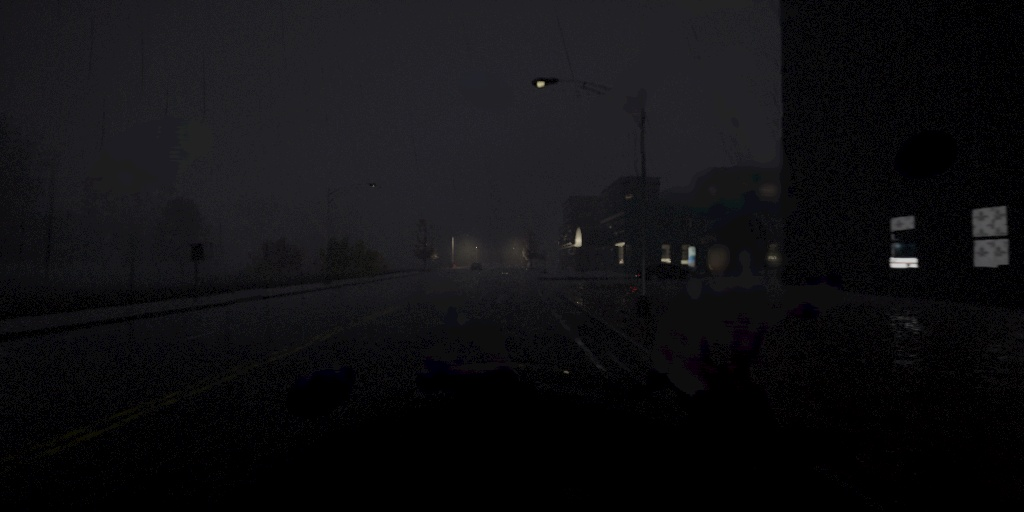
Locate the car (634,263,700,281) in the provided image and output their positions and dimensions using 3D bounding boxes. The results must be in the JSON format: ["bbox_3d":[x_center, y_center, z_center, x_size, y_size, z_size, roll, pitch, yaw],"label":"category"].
[{"bbox_3d":[12.242,1.284,28.423,4.892,1.490,1.837,-1,-1,-1],"label":"car"}]
